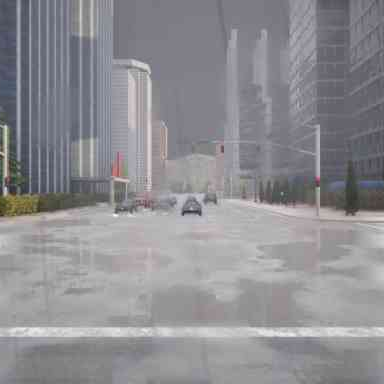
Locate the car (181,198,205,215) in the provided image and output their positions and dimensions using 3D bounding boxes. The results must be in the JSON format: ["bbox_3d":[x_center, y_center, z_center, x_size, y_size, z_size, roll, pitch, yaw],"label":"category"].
[{"bbox_3d":[-0.024,1.564,33.652,1.994,1.385,4.181,0,0,1],"label":"car"}]

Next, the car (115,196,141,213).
[{"bbox_3d":[-7.166,1.505,36.546,1.837,1.490,4.892,0,0,0],"label":"car"}]

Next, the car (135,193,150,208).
[{"bbox_3d":[-7.180,1.221,47.102,2.150,2.045,5.566,0,0,0],"label":"car"}]

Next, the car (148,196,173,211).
[{"bbox_3d":[-3.665,1.564,39.588,1.994,1.385,4.181,0,0,0],"label":"car"}]

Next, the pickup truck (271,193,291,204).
[{"bbox_3d":[16.491,1.058,61.477,2.390,2.098,6.274,0,0,30],"label":"pickup truck"}]

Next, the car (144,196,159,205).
[{"bbox_3d":[-7.194,1.547,59.619,2.033,1.411,5.357,0,0,0],"label":"car"}]

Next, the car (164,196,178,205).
[{"bbox_3d":[-3.692,1.491,60.012,2.128,1.511,4.902,0,0,0],"label":"car"}]

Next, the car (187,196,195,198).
[{"bbox_3d":[-0.139,1.491,65.703,2.128,1.511,4.902,0,0,0],"label":"car"}]

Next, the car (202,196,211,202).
[{"bbox_3d":[3.339,1.595,76.009,1.895,1.301,4.718,0,0,0],"label":"car"}]

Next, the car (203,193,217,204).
[{"bbox_3d":[3.468,1.222,62.646,2.150,2.045,5.566,0,0,0],"label":"car"}]

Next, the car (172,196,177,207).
[{"bbox_3d":[-3.678,1.601,49.595,1.895,1.301,4.718,0,0,0],"label":"car"}]
